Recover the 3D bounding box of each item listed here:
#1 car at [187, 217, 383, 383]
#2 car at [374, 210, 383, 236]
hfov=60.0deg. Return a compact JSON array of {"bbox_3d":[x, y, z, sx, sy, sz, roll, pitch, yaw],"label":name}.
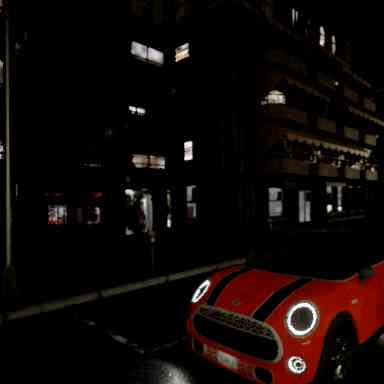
[{"bbox_3d":[2.039,1.428,5.567,4.553,1.767,2.097,0,-1,-44],"label":"car"},{"bbox_3d":[12.375,1.711,19.279,4.403,1.369,2.008,0,-1,-44],"label":"car"}]
